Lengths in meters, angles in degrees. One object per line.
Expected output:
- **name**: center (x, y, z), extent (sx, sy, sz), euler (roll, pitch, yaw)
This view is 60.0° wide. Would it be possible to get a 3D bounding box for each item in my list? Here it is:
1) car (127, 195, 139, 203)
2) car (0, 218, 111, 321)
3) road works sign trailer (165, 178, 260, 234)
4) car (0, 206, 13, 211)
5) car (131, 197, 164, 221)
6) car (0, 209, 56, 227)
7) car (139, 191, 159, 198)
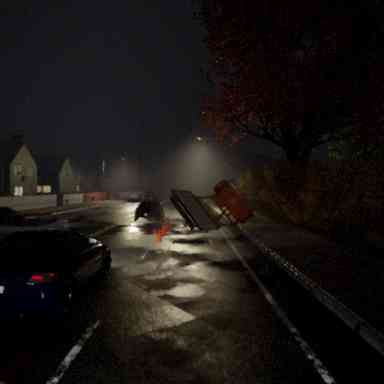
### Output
- **car**: center (-9.876, 1.142, 57.593), extent (2.033, 1.411, 5.357), euler (0, 0, 1)
- **car**: center (-3.160, 1.516, 7.313), extent (1.994, 1.385, 4.181), euler (0, 0, 0)
- **road works sign trailer**: center (0.685, 0.990, 15.380), extent (3.560, 2.880, 2.380), euler (5, 40, -50)
- **car**: center (-9.884, 1.421, 16.168), extent (1.812, 1.442, 4.674), euler (0, 0, 0)
- **car**: center (-3.184, 1.361, 25.250), extent (1.812, 1.442, 4.674), euler (0, 0, 0)
- **car**: center (-6.618, 1.516, 13.156), extent (1.895, 1.301, 4.718), euler (0, 0, 0)
- **car**: center (-6.642, 0.848, 53.563), extent (2.150, 2.045, 5.566), euler (0, 0, 0)
